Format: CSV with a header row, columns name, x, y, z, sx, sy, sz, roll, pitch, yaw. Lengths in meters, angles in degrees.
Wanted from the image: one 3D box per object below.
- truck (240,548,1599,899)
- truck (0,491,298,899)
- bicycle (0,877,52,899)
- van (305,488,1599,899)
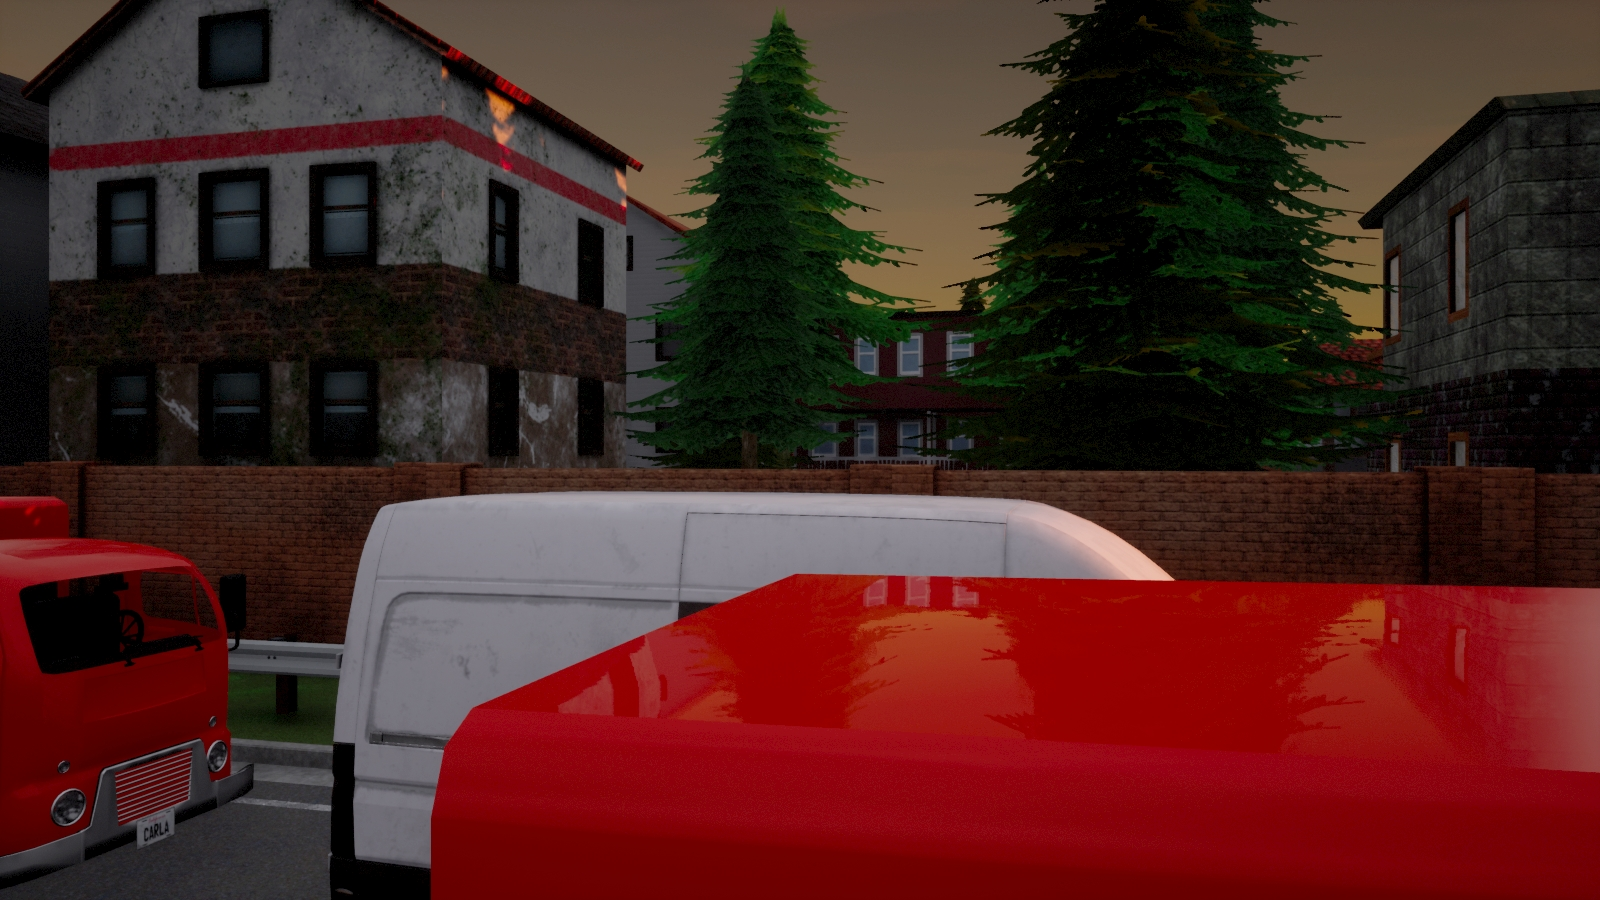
name,x,y,z,sx,sy,sz,roll,pitch,yaw
truck,2.192,1.568,1.959,5.204,2.467,2.627,0,0,15
truck,-6.587,1.568,7.895,5.204,2.467,2.627,0,0,15
bicycle,-3.101,2.056,3.494,1.643,1.496,0.373,0,0,16
van,0.608,1.535,6.000,5.915,2.561,1.988,0,0,15
